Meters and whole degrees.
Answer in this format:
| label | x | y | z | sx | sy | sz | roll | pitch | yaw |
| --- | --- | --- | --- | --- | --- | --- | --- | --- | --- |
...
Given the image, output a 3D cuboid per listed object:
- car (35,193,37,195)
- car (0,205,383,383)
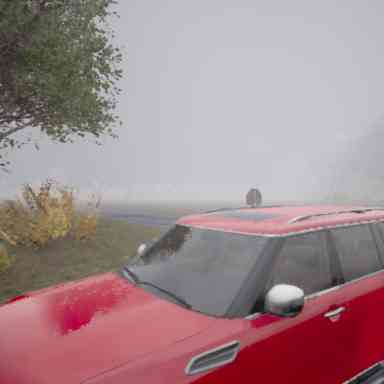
| label | x | y | z | sx | sy | sz | roll | pitch | yaw |
| --- | --- | --- | --- | --- | --- | --- | --- | --- | --- |
| car | -38.343 | 1.274 | 83.243 | 2.150 | 2.045 | 5.566 | 0 | 0 | -28 |
| car | 0.697 | 1.220 | 3.721 | 5.566 | 2.045 | 2.150 | 0 | 0 | -35 |
